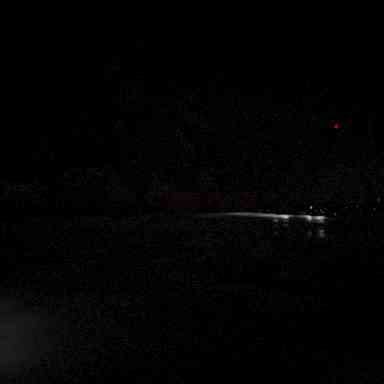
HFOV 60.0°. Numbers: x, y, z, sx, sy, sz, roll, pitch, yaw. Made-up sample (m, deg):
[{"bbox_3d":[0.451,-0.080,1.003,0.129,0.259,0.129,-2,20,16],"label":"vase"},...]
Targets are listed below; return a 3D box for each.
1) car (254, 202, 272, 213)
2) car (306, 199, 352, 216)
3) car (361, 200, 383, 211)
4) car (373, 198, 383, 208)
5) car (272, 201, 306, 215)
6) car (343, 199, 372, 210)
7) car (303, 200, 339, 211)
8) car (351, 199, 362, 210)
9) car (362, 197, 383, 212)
[{"bbox_3d":[9.907,1.890,41.182,4.718,1.301,1.895,1,0,-36],"label":"car"},{"bbox_3d":[14.923,1.801,36.163,4.892,1.490,1.837,1,0,-36],"label":"car"},{"bbox_3d":[27.326,1.945,49.245,4.902,1.511,2.128,1,0,-35],"label":"car"},{"bbox_3d":[33.735,1.899,58.233,4.553,1.767,2.097,1,0,-38],"label":"car"},{"bbox_3d":[11.855,1.792,38.272,4.892,1.490,1.837,1,0,-36],"label":"car"},{"bbox_3d":[26.308,1.957,52.783,4.902,1.511,2.128,1,0,-36],"label":"car"},{"bbox_3d":[18.339,1.927,47.171,5.357,1.411,2.033,1,0,-35],"label":"car"},{"bbox_3d":[19.853,1.725,43.968,4.553,1.767,2.097,1,0,-35],"label":"car"},{"bbox_3d":[23.523,1.611,42.284,5.566,2.045,2.150,1,0,-36],"label":"car"}]
